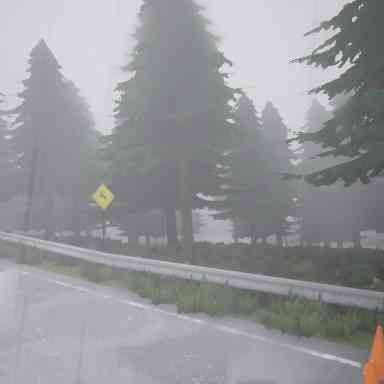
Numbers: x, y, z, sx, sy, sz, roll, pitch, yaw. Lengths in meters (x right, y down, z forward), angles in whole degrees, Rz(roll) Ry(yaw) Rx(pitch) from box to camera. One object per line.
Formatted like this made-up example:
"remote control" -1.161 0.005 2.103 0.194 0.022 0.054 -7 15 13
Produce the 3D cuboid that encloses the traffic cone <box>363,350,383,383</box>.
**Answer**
"traffic cone" 1.777 1.956 3.283 0.340 0.580 0.340 0 0 34

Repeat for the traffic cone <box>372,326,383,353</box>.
"traffic cone" 2.323 1.956 4.118 0.340 0.580 0.340 0 0 34
